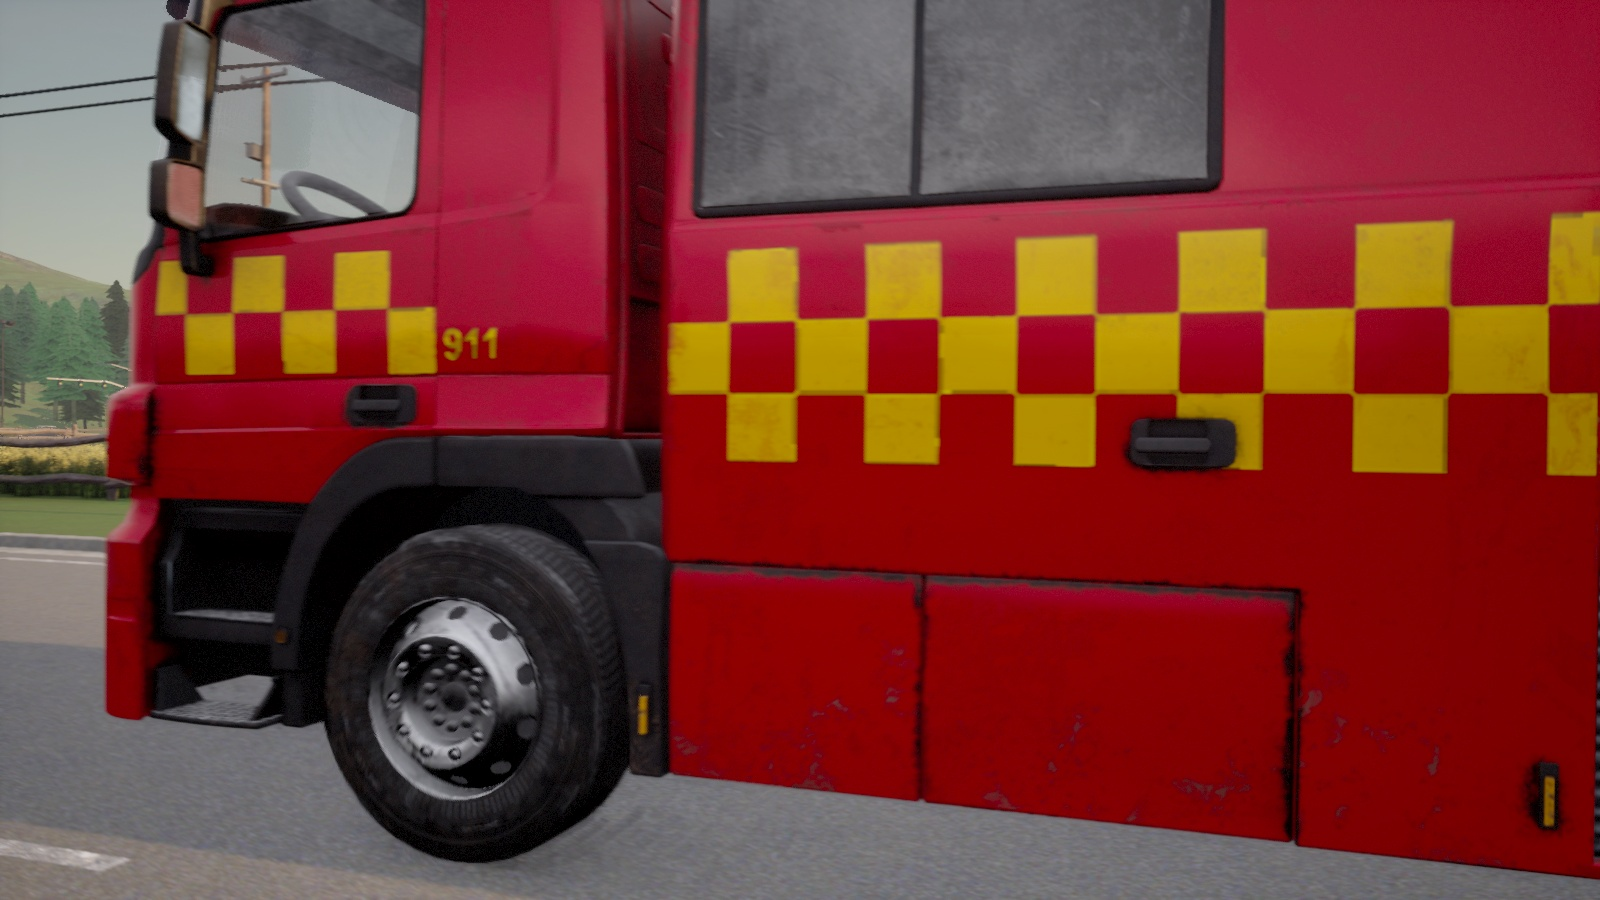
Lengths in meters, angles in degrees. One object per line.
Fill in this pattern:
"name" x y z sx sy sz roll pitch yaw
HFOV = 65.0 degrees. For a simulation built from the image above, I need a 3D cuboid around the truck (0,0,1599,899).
"truck" 1.459 -0.509 4.718 8.468 3.827 2.891 0 1 19
